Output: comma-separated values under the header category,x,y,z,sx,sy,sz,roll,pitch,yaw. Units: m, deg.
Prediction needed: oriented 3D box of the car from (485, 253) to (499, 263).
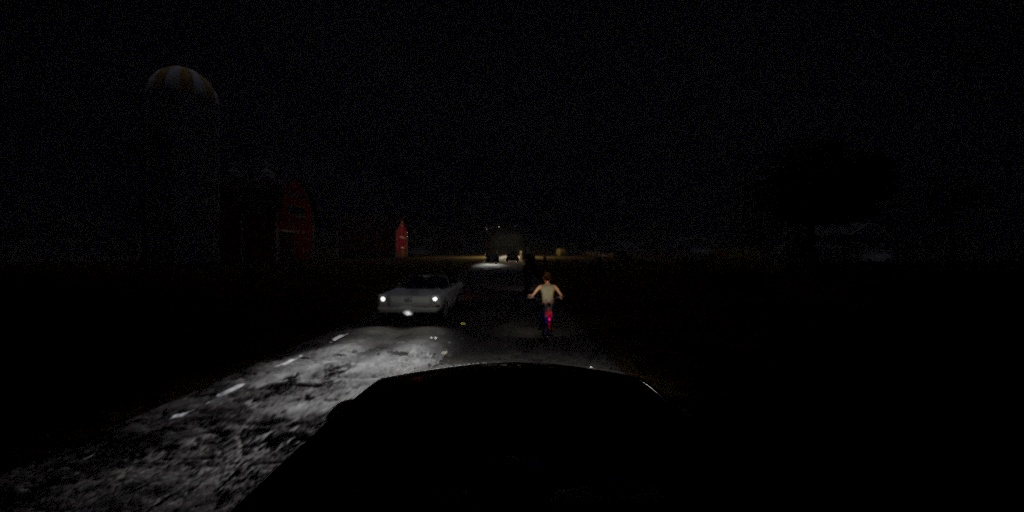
category,x,y,z,sx,sy,sz,roll,pitch,yaw
car,-2.840,0.282,52.520,2.128,1.511,4.902,0,1,0

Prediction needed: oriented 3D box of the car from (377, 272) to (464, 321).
category,x,y,z,sx,sy,sz,roll,pitch,yaw
car,-2.852,1.246,12.072,1.895,1.301,4.718,0,1,0

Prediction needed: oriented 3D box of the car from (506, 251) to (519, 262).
category,x,y,z,sx,sy,sz,roll,pitch,yaw
car,0.087,0.193,59.513,1.994,1.385,4.181,0,1,0

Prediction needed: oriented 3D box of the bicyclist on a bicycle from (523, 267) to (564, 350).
category,x,y,z,sx,sy,sz,roll,pitch,yaw
bicyclist on a bicycle,0.758,1.132,7.884,0.866,1.612,1.509,0,1,0

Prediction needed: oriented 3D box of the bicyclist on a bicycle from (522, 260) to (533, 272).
category,x,y,z,sx,sy,sz,roll,pitch,yaw
bicyclist on a bicycle,0.754,1.033,16.693,0.582,1.620,1.656,0,1,0
